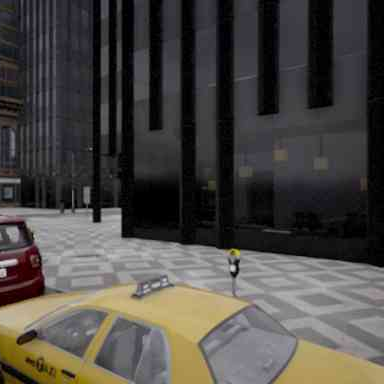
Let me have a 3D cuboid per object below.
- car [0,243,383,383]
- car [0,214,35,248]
[{"bbox_3d":[-0.588,1.528,3.374,4.829,1.417,1.752,0,0,35],"label":"car"},{"bbox_3d":[-4.881,1.324,6.405,5.009,1.841,2.192,0,0,35],"label":"car"}]
